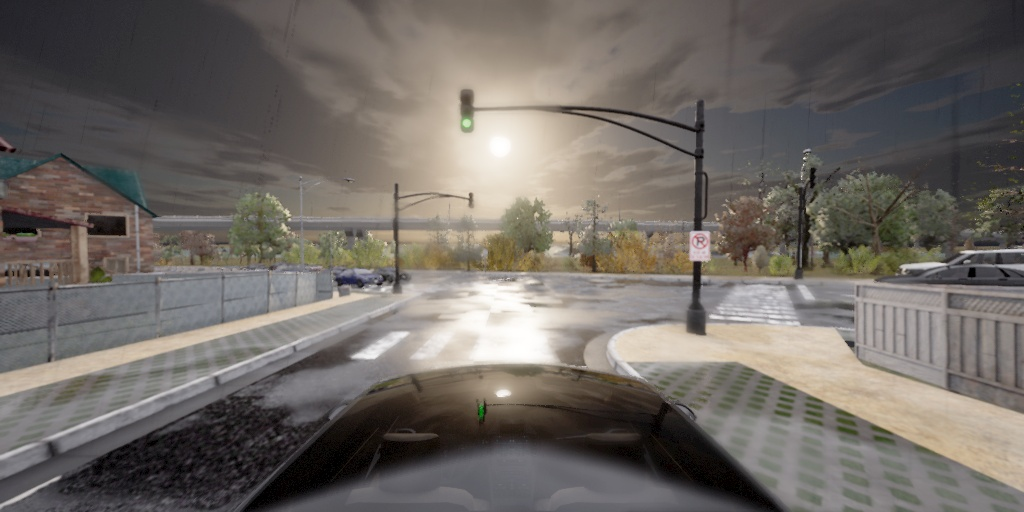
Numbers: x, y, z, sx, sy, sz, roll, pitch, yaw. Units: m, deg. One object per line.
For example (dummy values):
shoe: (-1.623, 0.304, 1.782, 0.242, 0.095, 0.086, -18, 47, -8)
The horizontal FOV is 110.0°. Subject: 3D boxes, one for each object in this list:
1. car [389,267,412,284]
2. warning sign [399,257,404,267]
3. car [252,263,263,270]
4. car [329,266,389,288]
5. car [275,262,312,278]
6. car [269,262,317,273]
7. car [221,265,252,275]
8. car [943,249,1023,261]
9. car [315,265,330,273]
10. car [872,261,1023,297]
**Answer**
car: (-10.719, 1.632, 31.431, 4.181, 1.385, 1.994, -1, 1, 36)
warning sign: (-14.311, 1.037, 45.716, 1.060, 1.860, 1.300, 0, 0, 36)
car: (-38.088, 2.100, 51.394, 4.718, 1.301, 1.895, -1, 1, 36)
car: (-12.167, 1.680, 28.464, 4.674, 1.442, 1.812, -1, 1, 36)
car: (-25.836, 1.625, 42.381, 4.553, 1.767, 2.097, -1, 1, 35)
car: (-21.410, 1.630, 35.159, 4.553, 1.767, 2.097, -1, 1, 36)
car: (-35.127, 1.975, 45.159, 4.892, 1.490, 1.837, -2, 1, 36)
car: (21.511, 0.716, 16.324, 5.566, 2.045, 2.150, -1, 1, 36)
car: (-17.702, 1.726, 36.488, 4.181, 1.385, 1.994, -1, 1, 36)
car: (18.207, 1.111, 14.716, 4.892, 1.490, 1.837, -1, 1, 36)
